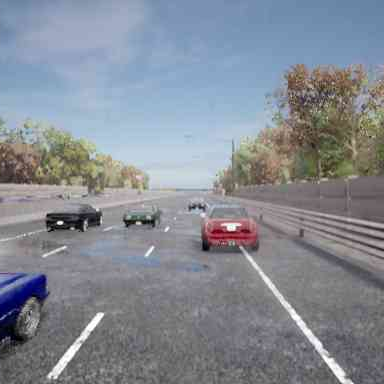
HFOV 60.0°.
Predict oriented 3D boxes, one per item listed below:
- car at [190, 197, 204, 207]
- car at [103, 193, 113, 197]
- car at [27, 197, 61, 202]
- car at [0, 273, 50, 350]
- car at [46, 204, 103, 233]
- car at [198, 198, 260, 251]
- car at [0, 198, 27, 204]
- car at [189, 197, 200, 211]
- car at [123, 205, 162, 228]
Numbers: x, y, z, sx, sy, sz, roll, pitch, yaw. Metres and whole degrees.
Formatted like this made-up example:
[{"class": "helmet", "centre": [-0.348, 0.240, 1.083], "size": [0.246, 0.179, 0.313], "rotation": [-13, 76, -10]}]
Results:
[{"class": "car", "centre": [0.709, 1.432, 48.695], "size": [1.895, 1.301, 4.718], "rotation": [0, 0, 1]}, {"class": "car", "centre": [-19.862, 0.907, 79.040], "size": [1.812, 1.442, 4.674], "rotation": [0, 0, 1]}, {"class": "car", "centre": [-17.019, 1.350, 39.633], "size": [2.128, 1.511, 4.902], "rotation": [0, 0, 1]}, {"class": "car", "centre": [-3.343, 1.584, 3.478], "size": [1.895, 1.301, 4.718], "rotation": [0, 0, 1]}, {"class": "car", "centre": [-6.616, 1.405, 19.245], "size": [1.882, 1.535, 5.008], "rotation": [0, 0, 1]}, {"class": "car", "centre": [1.431, 1.297, 13.952], "size": [2.097, 1.767, 4.553], "rotation": [0, 0, 1]}, {"class": "car", "centre": [-20.539, 1.409, 38.556], "size": [2.033, 1.411, 5.357], "rotation": [0, 0, 1]}, {"class": "car", "centre": [0.601, 1.466, 38.044], "size": [1.895, 1.301, 4.718], "rotation": [0, 0, 1]}, {"class": "car", "centre": [-3.080, 1.520, 21.687], "size": [1.895, 1.301, 4.718], "rotation": [0, 0, 1]}]
